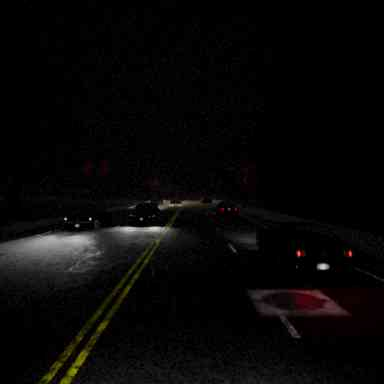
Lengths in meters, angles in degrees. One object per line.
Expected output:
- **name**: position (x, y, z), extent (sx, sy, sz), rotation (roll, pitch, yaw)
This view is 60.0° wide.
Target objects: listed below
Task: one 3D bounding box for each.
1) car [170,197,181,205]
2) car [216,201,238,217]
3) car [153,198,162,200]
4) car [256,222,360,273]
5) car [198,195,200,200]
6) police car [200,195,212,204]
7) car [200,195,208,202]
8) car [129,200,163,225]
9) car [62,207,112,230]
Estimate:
- **car**: position (-3.242, 1.714, 65.379), extent (1.882, 1.535, 5.008), rotation (0, 0, 0)
- **car**: position (3.357, 1.624, 32.556), extent (2.033, 1.411, 5.357), rotation (0, 0, 0)
- **car**: position (-6.504, 1.817, 62.514), extent (1.895, 1.301, 4.718), rotation (0, 0, 1)
- **car**: position (3.354, 1.615, 10.712), extent (1.895, 1.301, 4.718), rotation (0, 0, 0)
- **car**: position (3.277, 1.693, 81.537), extent (2.097, 1.767, 4.553), rotation (0, 0, 0)
- **police car**: position (3.273, 1.694, 70.675), extent (1.930, 1.638, 5.238), rotation (0, 0, 0)
- **car**: position (3.281, 1.767, 92.538), extent (2.097, 1.767, 4.553), rotation (0, 0, 0)
- **car**: position (-3.341, 1.555, 24.321), extent (1.837, 1.490, 4.892), rotation (0, 0, 0)
- **car**: position (-6.593, 1.642, 21.354), extent (1.895, 1.301, 4.718), rotation (0, 0, 0)
